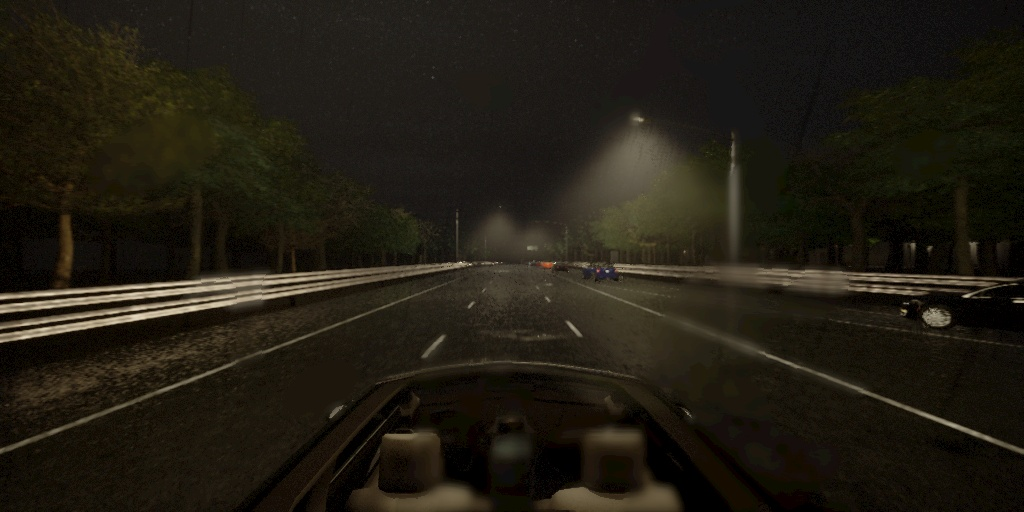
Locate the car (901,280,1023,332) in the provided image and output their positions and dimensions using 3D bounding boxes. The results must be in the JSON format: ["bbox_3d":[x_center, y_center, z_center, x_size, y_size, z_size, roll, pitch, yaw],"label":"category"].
[{"bbox_3d":[13.267,1.331,8.995,1.837,1.490,4.892,0,-1,-20],"label":"car"}]

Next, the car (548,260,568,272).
[{"bbox_3d":[7.038,1.670,53.188,2.033,1.411,5.357,0,0,0],"label":"car"}]

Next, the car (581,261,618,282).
[{"bbox_3d":[7.789,1.331,32.256,2.097,1.767,4.553,0,0,-7],"label":"car"}]
